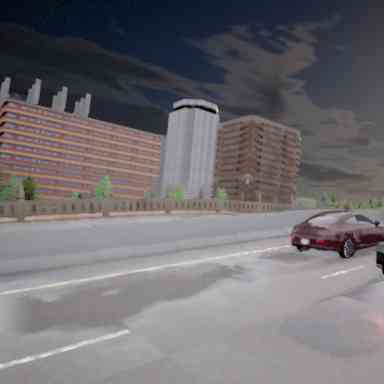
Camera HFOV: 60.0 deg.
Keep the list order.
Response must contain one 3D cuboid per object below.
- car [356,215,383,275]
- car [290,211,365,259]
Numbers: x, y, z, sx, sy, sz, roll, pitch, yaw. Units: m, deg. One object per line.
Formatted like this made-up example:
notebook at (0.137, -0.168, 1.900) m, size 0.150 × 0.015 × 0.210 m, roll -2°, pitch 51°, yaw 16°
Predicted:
car at (6.542, 1.367, 8.412) m, size 4.902 × 1.511 × 2.128 m, roll -1°, pitch 0°, yaw -35°
car at (5.474, 1.392, 11.949) m, size 4.674 × 1.442 × 1.812 m, roll 0°, pitch 0°, yaw -35°
